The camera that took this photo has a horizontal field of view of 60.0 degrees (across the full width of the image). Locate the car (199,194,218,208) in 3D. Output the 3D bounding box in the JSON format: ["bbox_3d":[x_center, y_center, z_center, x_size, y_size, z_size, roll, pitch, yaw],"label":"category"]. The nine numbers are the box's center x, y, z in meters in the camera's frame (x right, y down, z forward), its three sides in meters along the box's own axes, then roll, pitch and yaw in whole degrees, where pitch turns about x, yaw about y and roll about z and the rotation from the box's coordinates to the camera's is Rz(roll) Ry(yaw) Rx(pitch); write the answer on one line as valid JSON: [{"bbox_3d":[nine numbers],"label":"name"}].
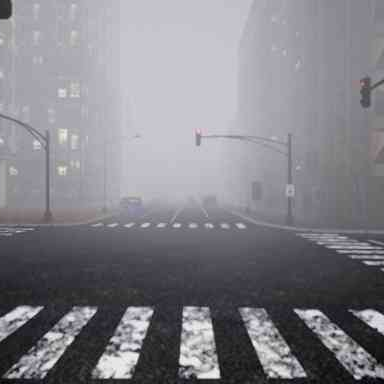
[{"bbox_3d":[2.595,1.302,47.973,2.192,1.841,5.009,0,0,0],"label":"car"}]

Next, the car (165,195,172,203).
[{"bbox_3d":[-5.830,1.430,70.158,1.967,1.590,4.097,0,0,0],"label":"car"}]

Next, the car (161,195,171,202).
[{"bbox_3d":[-5.840,1.516,75.539,1.752,1.417,4.829,0,0,0],"label":"car"}]

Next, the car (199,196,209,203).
[{"bbox_3d":[2.551,1.540,70.176,2.008,1.369,4.403,0,0,0],"label":"car"}]

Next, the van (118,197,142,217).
[{"bbox_3d":[-5.753,1.329,31.302,1.690,1.788,3.998,0,0,0],"label":"van"}]

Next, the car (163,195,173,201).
[{"bbox_3d":[-5.851,1.544,81.261,2.008,1.369,4.403,0,0,0],"label":"car"}]

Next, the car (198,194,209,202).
[{"bbox_3d":[2.540,1.306,75.727,2.192,1.841,5.009,0,0,0],"label":"car"}]

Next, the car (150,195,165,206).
[{"bbox_3d":[-5.796,1.513,53.336,1.752,1.417,4.829,0,0,0],"label":"car"}]

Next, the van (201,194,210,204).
[{"bbox_3d":[2.562,1.329,64.625,1.690,1.788,3.998,0,0,0],"label":"van"}]

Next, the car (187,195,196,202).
[{"bbox_3d":[-0.137,1.340,70.815,1.837,1.490,4.892,0,0,0],"label":"car"}]

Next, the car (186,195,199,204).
[{"bbox_3d":[-0.116,1.589,60.839,1.895,1.301,4.718,0,0,0],"label":"car"}]
